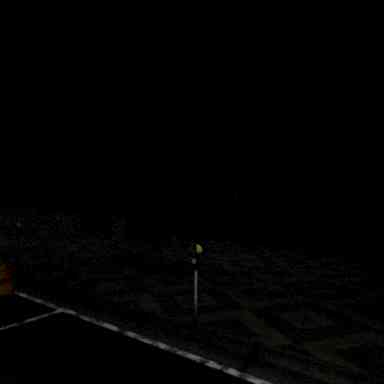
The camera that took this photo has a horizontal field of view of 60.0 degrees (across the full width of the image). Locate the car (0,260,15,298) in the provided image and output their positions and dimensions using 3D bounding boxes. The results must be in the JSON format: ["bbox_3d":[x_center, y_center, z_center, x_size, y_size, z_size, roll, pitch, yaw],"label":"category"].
[{"bbox_3d":[-5.557,1.463,6.967,4.829,1.417,1.752,1,0,36],"label":"car"}]
